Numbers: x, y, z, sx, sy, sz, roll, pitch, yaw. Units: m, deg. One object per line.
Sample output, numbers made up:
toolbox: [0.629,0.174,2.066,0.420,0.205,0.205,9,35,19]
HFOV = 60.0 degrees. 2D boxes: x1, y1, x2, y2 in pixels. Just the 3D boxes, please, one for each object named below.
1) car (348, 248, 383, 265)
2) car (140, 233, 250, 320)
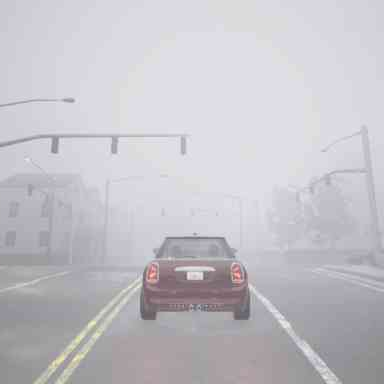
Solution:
car: [16.211,5.691,29.058,4.892,1.490,1.837,0,-12,1]
car: [0.074,1.790,8.224,2.097,1.767,4.553,0,-6,0]
